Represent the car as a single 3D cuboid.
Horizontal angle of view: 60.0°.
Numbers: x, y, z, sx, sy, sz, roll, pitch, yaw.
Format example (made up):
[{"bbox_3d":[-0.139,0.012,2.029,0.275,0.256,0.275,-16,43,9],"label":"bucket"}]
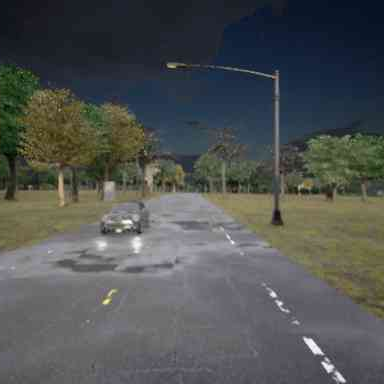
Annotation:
[{"bbox_3d":[-3.581,1.285,18.498,2.097,1.767,4.553,0,0,0],"label":"car"}]
